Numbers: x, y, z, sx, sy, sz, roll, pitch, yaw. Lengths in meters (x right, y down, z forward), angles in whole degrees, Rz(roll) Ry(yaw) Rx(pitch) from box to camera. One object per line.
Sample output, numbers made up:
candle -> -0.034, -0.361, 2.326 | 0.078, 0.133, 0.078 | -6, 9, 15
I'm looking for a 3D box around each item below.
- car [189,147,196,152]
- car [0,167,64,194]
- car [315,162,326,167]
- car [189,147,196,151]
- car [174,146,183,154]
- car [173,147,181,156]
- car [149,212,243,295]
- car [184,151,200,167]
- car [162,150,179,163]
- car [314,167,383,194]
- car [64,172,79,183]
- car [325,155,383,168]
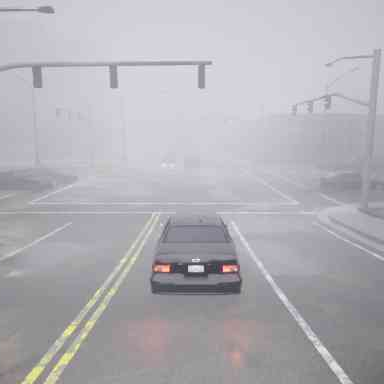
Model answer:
car -> 0.130, -11.737, 91.453 | 1.895, 1.301, 4.718 | 0, 9, 0
car -> -12.003, -0.757, 23.257 | 4.902, 1.511, 2.128 | 1, 9, 4
car -> 16.328, -3.048, 37.310 | 4.902, 1.511, 2.128 | 0, 9, 0
car -> 0.115, -10.106, 80.824 | 1.837, 1.490, 4.892 | 0, 9, 0
car -> -3.398, -8.498, 71.181 | 2.033, 1.411, 5.357 | 0, 9, 0
car -> -3.480, -6.877, 60.986 | 1.837, 1.490, 4.892 | 0, 9, 0
car -> 0.087, 1.219, 8.383 | 2.033, 1.411, 5.357 | 0, 4, 0
car -> 0.072, -4.164, 44.118 | 1.882, 1.535, 5.008 | 1, 9, 3
car -> -3.522, -5.293, 51.508 | 2.033, 1.411, 5.357 | 0, 9, 0
car -> 11.207, -0.741, 23.335 | 4.674, 1.442, 1.812 | 0, 9, 0
car -> -12.041, -1.290, 26.885 | 5.357, 1.411, 2.033 | 0, 9, 0
car -> 17.072, -2.752, 33.805 | 5.566, 2.045, 2.150 | 0, 9, 1
